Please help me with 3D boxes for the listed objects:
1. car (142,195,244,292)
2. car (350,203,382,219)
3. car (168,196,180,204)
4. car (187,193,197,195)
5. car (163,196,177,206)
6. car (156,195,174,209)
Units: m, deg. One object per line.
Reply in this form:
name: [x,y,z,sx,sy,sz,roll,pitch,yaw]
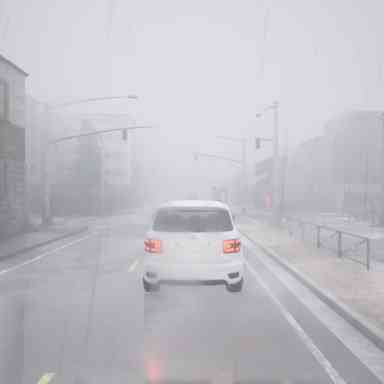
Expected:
car: [0.036,1.221,9.050,2.150,2.045,5.566,0,0,1]
car: [16.658,1.740,30.232,4.181,1.385,1.994,0,0,0]
car: [-3.643,1.547,67.582,2.033,1.411,5.357,0,0,0]
car: [0.010,1.221,53.987,2.150,2.045,5.566,0,0,0]
car: [-3.692,1.491,56.944,2.128,1.511,4.902,0,0,0]
car: [-3.687,1.352,46.563,2.097,1.767,4.553,0,0,0]
